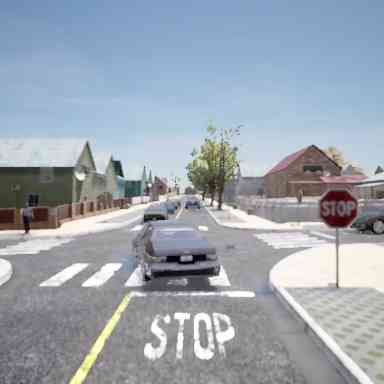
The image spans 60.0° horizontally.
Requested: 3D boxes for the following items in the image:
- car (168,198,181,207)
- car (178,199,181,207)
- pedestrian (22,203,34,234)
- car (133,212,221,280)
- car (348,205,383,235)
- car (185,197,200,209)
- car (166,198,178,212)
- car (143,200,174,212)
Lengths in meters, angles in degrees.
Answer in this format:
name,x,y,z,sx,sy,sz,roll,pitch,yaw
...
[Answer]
name,x,y,z,sx,sy,sz,roll,pitch,yaw
car,-2.814,1.764,55.717,1.895,1.301,4.718,0,0,0
car,-2.843,1.629,45.716,2.128,1.511,4.902,0,0,0
pedestrian,-9.692,1.520,19.520,0.375,1.860,0.375,0,0,0
car,-0.713,1.580,10.109,2.033,1.411,5.357,0,0,-13
car,10.352,1.269,16.727,4.892,1.490,1.837,-2,-1,0
car,0.095,1.499,49.468,2.097,1.767,4.553,0,0,0
car,-2.850,1.674,36.249,1.994,1.385,4.181,0,0,0
car,-2.819,1.631,26.978,2.033,1.411,5.357,0,0,-1
